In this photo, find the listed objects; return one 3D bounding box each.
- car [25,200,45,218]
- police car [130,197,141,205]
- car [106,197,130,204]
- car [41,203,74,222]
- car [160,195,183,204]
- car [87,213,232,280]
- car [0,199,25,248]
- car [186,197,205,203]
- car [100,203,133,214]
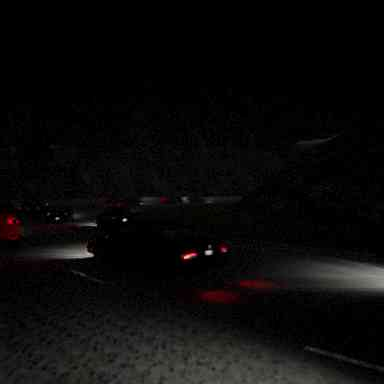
[{"bbox_3d":[-15.452,1.566,32.900,2.097,1.767,4.553,0,0,-9],"label":"car"},{"bbox_3d":[-12.441,1.793,67.293,1.930,1.638,5.238,0,0,33],"label":"police car"},{"bbox_3d":[-8.881,1.569,38.636,2.097,1.767,4.553,0,0,-2],"label":"car"},{"bbox_3d":[-11.110,1.776,28.133,1.895,1.301,4.718,0,0,-15],"label":"car"},{"bbox_3d":[-4.720,1.608,76.707,5.566,2.045,2.150,0,0,-44],"label":"car"},{"bbox_3d":[-1.276,1.601,10.249,2.033,1.411,5.357,0,0,-43],"label":"car"},{"bbox_3d":[-9.057,1.325,14.758,2.150,2.045,5.566,0,0,-33],"label":"car"},{"bbox_3d":[0.897,1.891,81.422,4.892,1.490,1.837,0,0,-36],"label":"car"},{"bbox_3d":[-4.971,1.687,21.862,1.994,1.385,4.181,0,0,-27],"label":"car"}]
